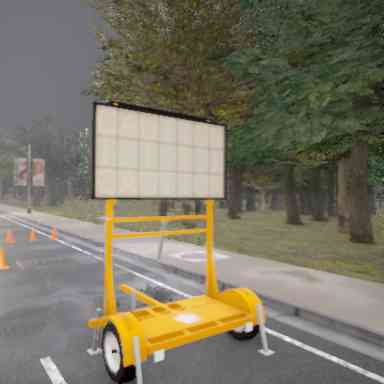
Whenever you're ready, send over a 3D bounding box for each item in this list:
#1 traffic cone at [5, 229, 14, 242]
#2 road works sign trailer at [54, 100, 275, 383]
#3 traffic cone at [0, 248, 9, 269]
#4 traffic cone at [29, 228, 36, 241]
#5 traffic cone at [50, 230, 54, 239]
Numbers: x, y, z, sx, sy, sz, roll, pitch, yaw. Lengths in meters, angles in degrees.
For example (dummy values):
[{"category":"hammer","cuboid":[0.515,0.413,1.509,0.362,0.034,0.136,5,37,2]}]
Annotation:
[{"category":"traffic cone","cuboid":[-8.532,2.036,15.556,0.340,0.580,0.340,1,-1,-36]},{"category":"road works sign trailer","cuboid":[-0.522,0.520,5.313,2.380,3.560,2.880,1,-1,-36]},{"category":"traffic cone","cuboid":[-5.790,2.007,10.126,0.340,0.580,0.340,1,-1,-36]},{"category":"traffic cone","cuboid":[-7.726,2.051,16.147,0.340,0.580,0.340,1,-1,-36]},{"category":"traffic cone","cuboid":[-6.919,2.065,16.738,0.340,0.580,0.340,1,-1,-36]}]
